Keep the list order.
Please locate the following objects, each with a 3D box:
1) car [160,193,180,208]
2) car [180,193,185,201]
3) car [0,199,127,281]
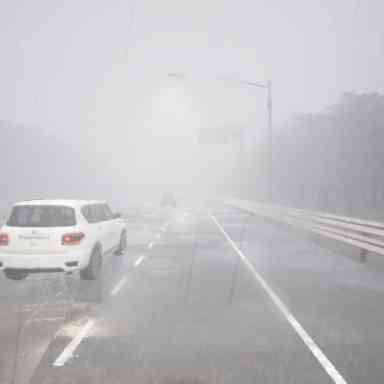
[{"bbox_3d":[-3.356,1.195,48.718,2.150,2.045,5.566,0,0,0],"label":"car"},{"bbox_3d":[-3.232,1.500,77.854,1.994,1.385,4.181,0,0,0],"label":"car"},{"bbox_3d":[-3.488,1.223,10.026,2.150,2.045,5.566,0,0,0],"label":"car"}]
